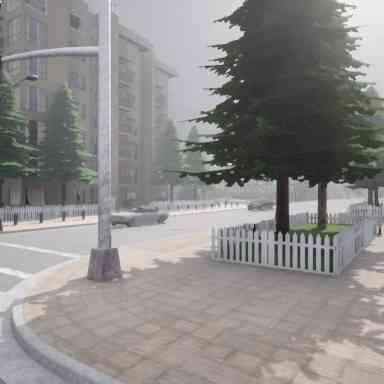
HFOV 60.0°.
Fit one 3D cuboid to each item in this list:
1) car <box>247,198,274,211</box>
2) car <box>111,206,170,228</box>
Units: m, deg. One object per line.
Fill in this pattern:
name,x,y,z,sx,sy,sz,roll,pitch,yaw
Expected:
car,8.360,1.523,40.335,1.837,1.490,4.892,0,0,34
car,-3.655,1.615,22.649,1.895,1.301,4.718,0,0,34
